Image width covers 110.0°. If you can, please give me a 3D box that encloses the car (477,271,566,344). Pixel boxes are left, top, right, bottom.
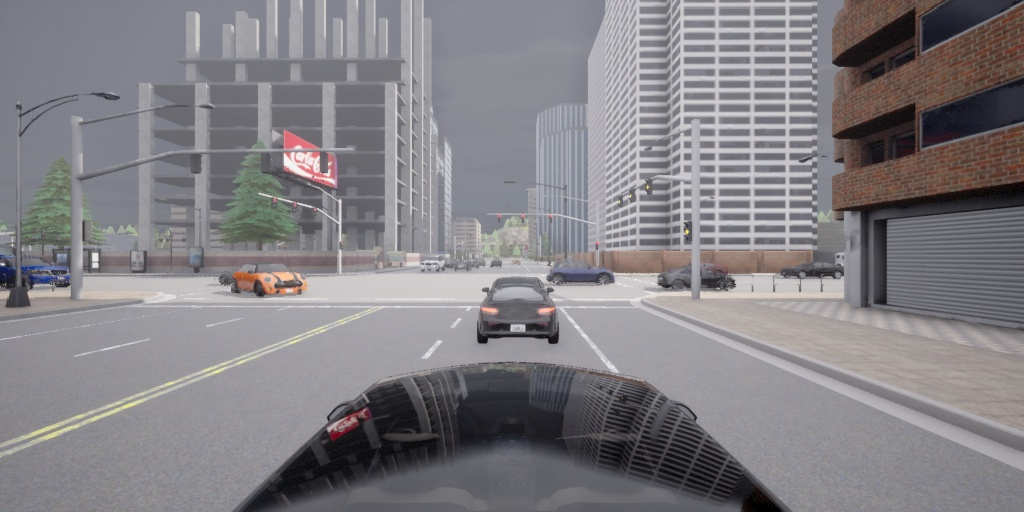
[{"bbox_3d":[0.156,1.276,9.472,1.812,1.442,4.674,0,0,1],"label":"car"}]

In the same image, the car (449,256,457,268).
[{"bbox_3d":[-9.978,1.102,55.655,2.097,1.767,4.553,0,0,1],"label":"car"}]

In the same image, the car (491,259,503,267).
[{"bbox_3d":[-2.697,1.254,63.721,1.837,1.490,4.892,0,0,1],"label":"car"}]

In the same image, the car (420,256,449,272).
[{"bbox_3d":[-10.091,0.971,46.185,2.150,2.045,5.566,0,0,1],"label":"car"}]

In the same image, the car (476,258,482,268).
[{"bbox_3d":[-6.453,1.314,58.511,1.994,1.385,4.181,0,0,0],"label":"car"}]

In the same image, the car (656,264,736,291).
[{"bbox_3d":[10.822,1.314,21.231,4.181,1.385,1.994,0,0,0],"label":"car"}]

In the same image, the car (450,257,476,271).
[{"bbox_3d":[-6.572,1.241,48.541,2.128,1.511,4.902,0,0,1],"label":"car"}]

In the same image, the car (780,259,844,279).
[{"bbox_3d":[26.649,1.228,31.820,5.008,1.535,1.882,0,0,0],"label":"car"}]

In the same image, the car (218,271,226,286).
[{"bbox_3d":[-17.771,1.314,24.912,4.181,1.385,1.994,0,0,0],"label":"car"}]

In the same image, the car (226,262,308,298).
[{"bbox_3d":[-12.598,1.102,18.631,4.553,1.767,2.097,0,1,35],"label":"car"}]

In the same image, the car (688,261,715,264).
[{"bbox_3d":[16.456,1.228,31.896,5.008,1.535,1.882,0,0,0],"label":"car"}]

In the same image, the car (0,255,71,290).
[{"bbox_3d":[-29.749,0.970,21.485,5.566,2.045,2.150,0,0,0],"label":"car"}]

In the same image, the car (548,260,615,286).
[{"bbox_3d":[4.699,1.102,24.770,4.553,1.767,2.097,0,0,0],"label":"car"}]
